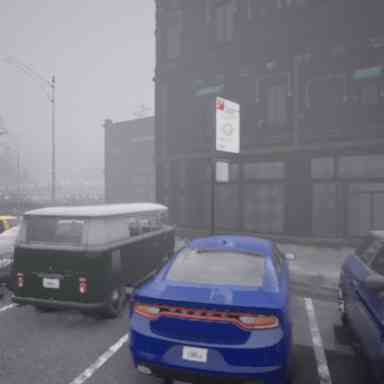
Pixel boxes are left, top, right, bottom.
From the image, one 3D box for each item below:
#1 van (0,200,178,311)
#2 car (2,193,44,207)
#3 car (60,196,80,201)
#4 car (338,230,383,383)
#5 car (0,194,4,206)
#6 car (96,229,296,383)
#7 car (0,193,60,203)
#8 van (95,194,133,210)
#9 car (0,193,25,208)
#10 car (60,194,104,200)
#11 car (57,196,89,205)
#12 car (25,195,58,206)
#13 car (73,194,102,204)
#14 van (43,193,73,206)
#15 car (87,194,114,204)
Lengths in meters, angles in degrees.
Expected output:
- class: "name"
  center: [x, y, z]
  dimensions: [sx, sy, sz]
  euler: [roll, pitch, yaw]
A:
- class: "van"
  center: [-1.721, 1.258, 7.535]
  dimensions: [1.878, 1.987, 4.442]
  euler: [0, -1, 15]
- class: "car"
  center: [-25.991, 1.223, 51.297]
  dimensions: [5.566, 2.045, 2.435]
  euler: [-1, -1, 14]
- class: "car"
  center: [-15.443, 1.506, 36.696]
  dimensions: [4.792, 1.488, 2.163]
  euler: [1, 1, 14]
- class: "car"
  center: [3.156, 1.361, 3.957]
  dimensions: [2.185, 1.767, 4.553]
  euler: [1, -1, 15]
- class: "car"
  center: [-11.544, 1.224, 14.415]
  dimensions: [2.435, 2.045, 5.566]
  euler: [0, -1, 15]
- class: "car"
  center: [0.688, 1.484, 5.670]
  dimensions: [2.097, 1.535, 5.008]
  euler: [0, -1, 16]
- class: "car"
  center: [-17.041, 1.225, 34.255]
  dimensions: [5.566, 2.045, 2.435]
  euler: [1, 0, 14]
- class: "van"
  center: [-10.332, 1.257, 44.037]
  dimensions: [4.442, 1.987, 1.878]
  euler: [1, 0, 14]
- class: "car"
  center: [-27.738, 1.223, 48.783]
  dimensions: [5.566, 2.045, 2.435]
  euler: [-1, 0, 14]
- class: "car"
  center: [-13.787, 1.227, 39.158]
  dimensions: [5.566, 2.045, 2.435]
  euler: [1, 1, 14]
- class: "car"
  center: [-20.949, 1.480, 58.810]
  dimensions: [4.892, 1.521, 2.231]
  euler: [-1, -1, 14]
- class: "car"
  center: [-24.357, 1.351, 53.811]
  dimensions: [4.553, 1.767, 2.185]
  euler: [-1, -1, 14]
- class: "car"
  center: [-19.223, 1.354, 61.289]
  dimensions: [4.553, 1.767, 2.185]
  euler: [-1, 0, 14]
- class: "van"
  center: [-22.751, 1.253, 56.326]
  dimensions: [4.442, 1.987, 1.878]
  euler: [-1, 0, 14]
- class: "car"
  center: [-17.535, 1.354, 63.804]
  dimensions: [4.553, 1.767, 2.185]
  euler: [-1, 0, 14]
